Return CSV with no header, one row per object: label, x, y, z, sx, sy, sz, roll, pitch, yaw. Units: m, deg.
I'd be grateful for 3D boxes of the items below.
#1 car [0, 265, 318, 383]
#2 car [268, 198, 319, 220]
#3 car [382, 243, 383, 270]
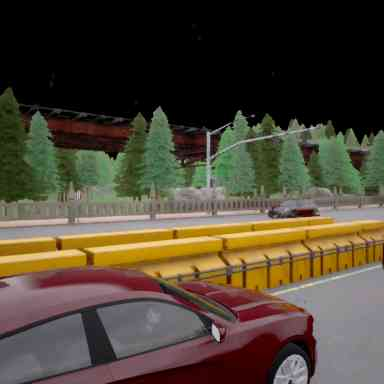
car,-0.866,1.478,3.127,5.008,1.535,1.882,0,0,-35
car,8.281,1.351,27.091,4.553,1.767,2.097,0,0,-35
car,6.953,1.478,8.731,5.008,1.535,1.882,0,0,-35
